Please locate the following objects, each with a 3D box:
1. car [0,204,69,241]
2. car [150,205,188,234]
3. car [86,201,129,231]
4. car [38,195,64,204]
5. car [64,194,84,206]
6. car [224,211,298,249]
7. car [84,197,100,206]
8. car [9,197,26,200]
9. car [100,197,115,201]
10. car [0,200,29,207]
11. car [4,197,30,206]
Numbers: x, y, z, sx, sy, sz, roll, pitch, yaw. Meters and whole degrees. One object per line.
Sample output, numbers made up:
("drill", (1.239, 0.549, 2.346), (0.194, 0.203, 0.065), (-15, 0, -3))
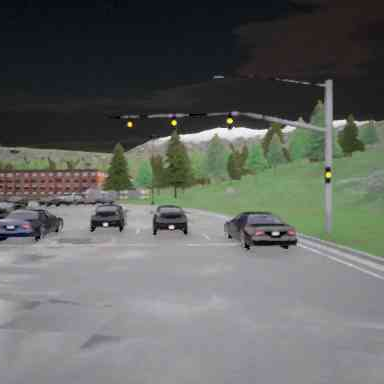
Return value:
("car", (-8.053, 1.558, 16.760), (2.033, 1.411, 5.357), (0, 0, -7))
("car", (-1.328, 1.503, 19.059), (1.837, 1.490, 4.892), (0, 0, -7))
("car", (-5.056, 1.509, 20.520), (1.837, 1.490, 4.892), (0, 0, -8))
("car", (-22.011, 1.533, 51.016), (4.892, 1.490, 1.837), (0, 0, 45))
("car", (-20.018, 1.550, 53.960), (4.674, 1.442, 1.812), (0, 0, 41))
("car", (2.755, 1.539, 14.430), (2.033, 1.411, 5.357), (0, 0, -6))
("car", (-18.266, 1.584, 57.095), (4.181, 1.385, 1.994), (0, 0, 41))
("car", (-26.812, 1.543, 50.644), (4.892, 1.490, 1.837), (0, 0, 38))
("car", (-15.913, 1.562, 59.689), (5.357, 1.411, 2.033), (0, 0, 41))
("car", (-12.588, 1.522, 23.214), (1.837, 1.490, 4.892), (0, 0, -10))
("car", (-30.200, 1.606, 57.339), (4.181, 1.385, 1.994), (0, 0, 27))
